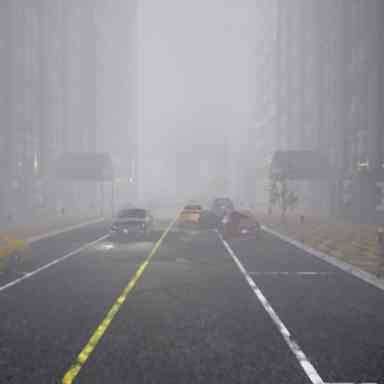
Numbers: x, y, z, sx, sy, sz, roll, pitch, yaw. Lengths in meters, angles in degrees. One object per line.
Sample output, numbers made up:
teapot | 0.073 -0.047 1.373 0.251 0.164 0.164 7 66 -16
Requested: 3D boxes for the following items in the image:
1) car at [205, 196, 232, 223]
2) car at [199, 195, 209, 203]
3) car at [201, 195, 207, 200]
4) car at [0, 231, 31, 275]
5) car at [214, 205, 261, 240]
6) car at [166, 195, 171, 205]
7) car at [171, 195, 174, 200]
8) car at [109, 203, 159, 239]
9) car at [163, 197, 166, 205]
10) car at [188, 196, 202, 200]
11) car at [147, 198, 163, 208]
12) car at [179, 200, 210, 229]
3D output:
car | 2.675 1.455 30.815 2.192 1.841 5.009 -1 0 0
car | 2.677 1.609 76.213 2.192 1.841 5.009 -1 0 0
car | 2.680 1.768 59.358 1.752 1.417 4.829 -1 0 0
car | -5.687 1.563 8.005 1.752 1.417 4.829 -1 0 0
car | 2.353 1.606 17.248 1.812 1.442 4.674 0 0 0
car | -5.700 1.785 64.747 1.752 1.417 4.829 -1 0 0
car | -5.699 1.876 76.266 1.802 1.307 4.206 -1 0 0
car | -3.097 1.588 17.981 1.837 1.490 4.892 0 0 0
car | -5.700 1.790 53.568 1.947 1.339 4.313 -1 0 0
car | 0.101 1.703 46.361 1.837 1.490 4.892 0 -1 0
car | -5.700 1.771 47.894 1.947 1.339 4.313 -1 0 0
car | 0.094 1.589 24.196 1.882 1.535 5.008 0 0 0
